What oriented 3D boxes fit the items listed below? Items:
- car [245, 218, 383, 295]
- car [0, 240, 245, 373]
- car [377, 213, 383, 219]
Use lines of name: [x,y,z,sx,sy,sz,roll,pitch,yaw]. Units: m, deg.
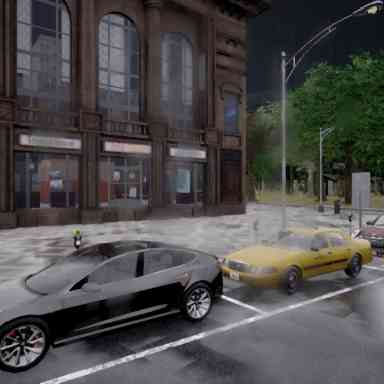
car: [2.891,1.525,8.715,4.829,1.417,1.752,0,0,-36]
car: [-1.396,1.566,5.653,4.313,1.339,1.947,0,0,-36]
car: [7.453,1.441,11.974,4.097,1.590,1.967,0,0,-36]
